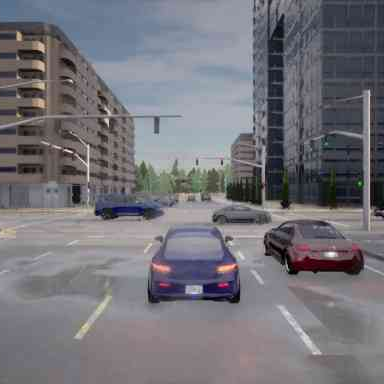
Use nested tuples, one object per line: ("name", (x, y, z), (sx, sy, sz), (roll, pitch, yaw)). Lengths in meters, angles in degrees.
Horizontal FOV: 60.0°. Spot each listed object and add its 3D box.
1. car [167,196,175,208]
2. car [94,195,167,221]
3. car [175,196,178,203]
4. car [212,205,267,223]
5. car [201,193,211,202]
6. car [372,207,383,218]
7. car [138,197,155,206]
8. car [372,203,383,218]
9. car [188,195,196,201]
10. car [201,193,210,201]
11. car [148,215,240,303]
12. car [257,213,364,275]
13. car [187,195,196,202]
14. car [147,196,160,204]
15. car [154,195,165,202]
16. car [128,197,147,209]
("car", (-3.984, 1.352, 48.972), (2.097, 1.767, 4.553), (0, 0, 0))
("car", (-5.093, 1.248, 27.010), (5.566, 2.045, 2.150), (0, 0, 0))
("car", (-3.929, 1.526, 58.460), (1.812, 1.442, 4.674), (0, 0, 1))
("car", (3.431, 1.590, 23.493), (4.181, 1.385, 1.994), (0, 0, 0))
("car", (3.358, 1.355, 77.627), (2.097, 1.767, 4.553), (0, 0, 1))
("car", (17.597, 1.603, 26.967), (5.357, 1.411, 2.033), (0, 0, 0))
("car", (-7.455, 1.564, 54.906), (1.994, 1.385, 4.181), (0, 0, 2))
("car", (19.462, 1.656, 30.665), (4.718, 1.301, 1.895), (0, 0, 0))
("car", (-0.033, 1.525, 87.763), (2.128, 1.511, 4.902), (0, 0, 1))
("car", (3.468, 1.225, 87.790), (2.150, 2.045, 5.566), (0, 0, 1))
("car", (0.048, 1.526, 8.062), (1.812, 1.442, 4.674), (0, 0, 0))
("car", (3.557, 1.564, 10.484), (1.994, 1.385, 4.181), (0, 0, 0))
("car", (-0.144, 1.540, 77.420), (2.033, 1.411, 5.357), (0, 0, 1))
("car", (-7.343, 1.478, 63.722), (1.882, 1.535, 5.008), (0, 0, 1))
("car", (-7.182, 1.496, 74.080), (1.837, 1.490, 4.892), (0, 0, 1))
("car", (-7.495, 1.505, 46.012), (1.837, 1.490, 4.892), (0, 0, 1))
